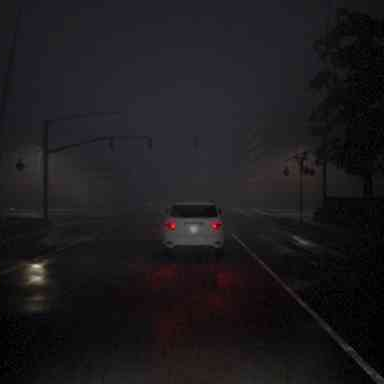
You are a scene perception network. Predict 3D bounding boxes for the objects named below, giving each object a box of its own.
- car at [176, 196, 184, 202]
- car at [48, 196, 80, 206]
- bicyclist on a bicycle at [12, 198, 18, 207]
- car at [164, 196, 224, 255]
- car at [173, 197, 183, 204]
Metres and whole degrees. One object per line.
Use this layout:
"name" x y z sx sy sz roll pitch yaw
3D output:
"car" -3.328 1.973 93.011 1.882 1.535 5.008 0 0 0
"car" -23.318 1.612 59.689 4.611 1.667 2.242 0 0 1
"bicyclist on a bicycle" -29.055 1.720 54.473 0.582 1.620 1.656 -10 5 0
"car" 0.075 1.297 13.713 2.150 2.045 5.566 0 0 0
"car" -3.188 1.948 76.524 2.033 1.411 5.357 0 0 0
